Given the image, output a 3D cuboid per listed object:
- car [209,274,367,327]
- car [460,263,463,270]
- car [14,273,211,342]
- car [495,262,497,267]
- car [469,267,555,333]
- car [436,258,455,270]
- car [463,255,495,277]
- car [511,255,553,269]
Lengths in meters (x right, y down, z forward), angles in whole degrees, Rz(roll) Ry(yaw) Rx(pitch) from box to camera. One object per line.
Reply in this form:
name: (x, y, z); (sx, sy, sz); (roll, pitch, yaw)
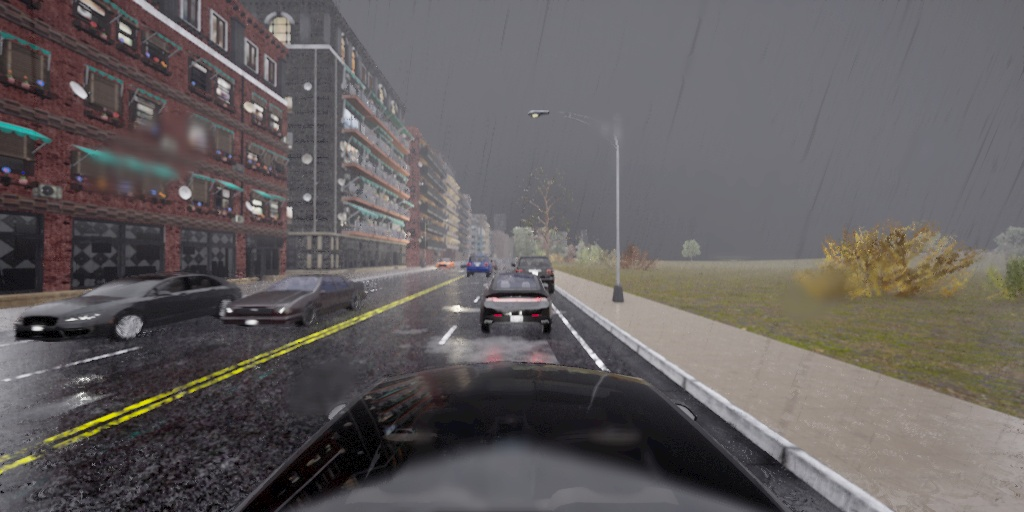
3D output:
car: (-6.595, 1.298, 11.758); (2.033, 1.411, 5.357); (0, 0, 0)
car: (-6.575, 1.346, 53.909); (1.895, 1.301, 4.718); (0, 0, 0)
car: (-9.845, 1.255, 9.869); (1.837, 1.490, 4.892); (0, 0, 0)
car: (-3.132, 1.271, 51.388); (1.812, 1.442, 4.674); (0, 0, 0)
car: (0.106, 1.242, 10.745); (2.128, 1.511, 4.902); (0, 0, 0)
car: (-9.824, 1.097, 52.940); (2.097, 1.767, 4.553); (0, 0, 0)
car: (-3.137, 0.965, 35.221); (2.150, 2.045, 5.566); (0, -1, 0)
car: (1.146, 0.975, 20.615); (2.150, 2.045, 5.566); (0, 0, 0)
